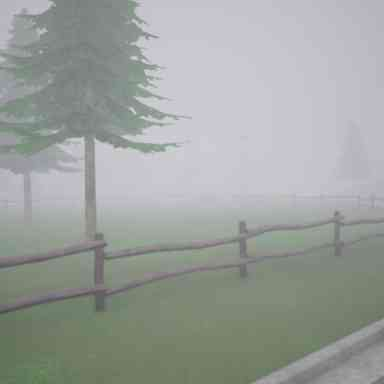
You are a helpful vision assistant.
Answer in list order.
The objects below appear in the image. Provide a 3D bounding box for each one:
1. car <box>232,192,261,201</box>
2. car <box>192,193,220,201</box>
[{"bbox_3d":[9.107,0.847,55.258,4.892,1.490,1.837,0,1,30],"label":"car"},{"bbox_3d":[2.319,0.964,54.813,4.674,1.442,1.812,-1,1,17],"label":"car"}]
